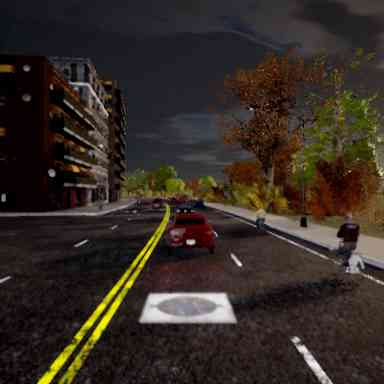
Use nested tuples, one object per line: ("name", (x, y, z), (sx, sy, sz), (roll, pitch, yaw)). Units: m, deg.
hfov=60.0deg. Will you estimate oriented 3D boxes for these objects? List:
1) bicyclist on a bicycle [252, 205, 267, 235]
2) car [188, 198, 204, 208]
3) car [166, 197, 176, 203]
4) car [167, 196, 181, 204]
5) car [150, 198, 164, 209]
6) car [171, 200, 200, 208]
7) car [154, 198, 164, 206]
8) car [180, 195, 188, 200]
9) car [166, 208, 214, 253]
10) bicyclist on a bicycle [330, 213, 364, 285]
("bicyclist on a bicycle", (3.862, 1.560, 18.853), (0.866, 1.612, 1.509), (0, 0, -2))
("car", (0.891, 1.926, 56.749), (1.994, 1.385, 4.181), (0, 0, -5))
("car", (-5.355, 1.958, 84.547), (2.128, 1.511, 4.902), (0, 0, -7))
("car", (-4.180, 1.968, 74.545), (1.837, 1.490, 4.892), (0, 0, -6))
("car", (-5.394, 1.864, 51.838), (1.812, 1.442, 4.674), (0, -1, -4))
("car", (-0.707, 1.757, 31.736), (2.033, 1.411, 5.357), (0, 0, -3))
("car", (-6.762, 1.936, 68.027), (1.837, 1.490, 4.892), (0, 0, -5))
("car", (-0.724, 1.982, 72.823), (2.128, 1.511, 4.902), (0, 0, -6))
("car", (-0.092, 1.620, 14.065), (1.812, 1.442, 4.674), (0, 0, -1))
("bicyclist on a bicycle", (4.050, 1.428, 8.813), (0.659, 1.776, 1.843), (0, 0, -1))
